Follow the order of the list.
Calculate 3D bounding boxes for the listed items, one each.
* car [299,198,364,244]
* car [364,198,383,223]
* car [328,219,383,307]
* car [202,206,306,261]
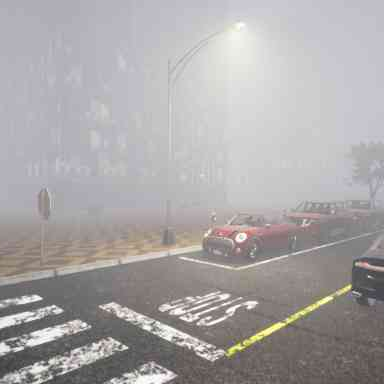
[{"bbox_3d":[6.231,1.325,16.271,5.009,1.841,2.192,0,0,-45],"label":"car"},{"bbox_3d":[10.227,1.327,20.261,5.009,1.841,2.192,0,0,-45],"label":"car"},{"bbox_3d":[4.990,1.495,7.003,4.902,1.511,2.128,0,0,-45],"label":"car"},{"bbox_3d":[2.234,1.448,12.283,4.097,1.590,1.967,0,0,-45],"label":"car"}]
